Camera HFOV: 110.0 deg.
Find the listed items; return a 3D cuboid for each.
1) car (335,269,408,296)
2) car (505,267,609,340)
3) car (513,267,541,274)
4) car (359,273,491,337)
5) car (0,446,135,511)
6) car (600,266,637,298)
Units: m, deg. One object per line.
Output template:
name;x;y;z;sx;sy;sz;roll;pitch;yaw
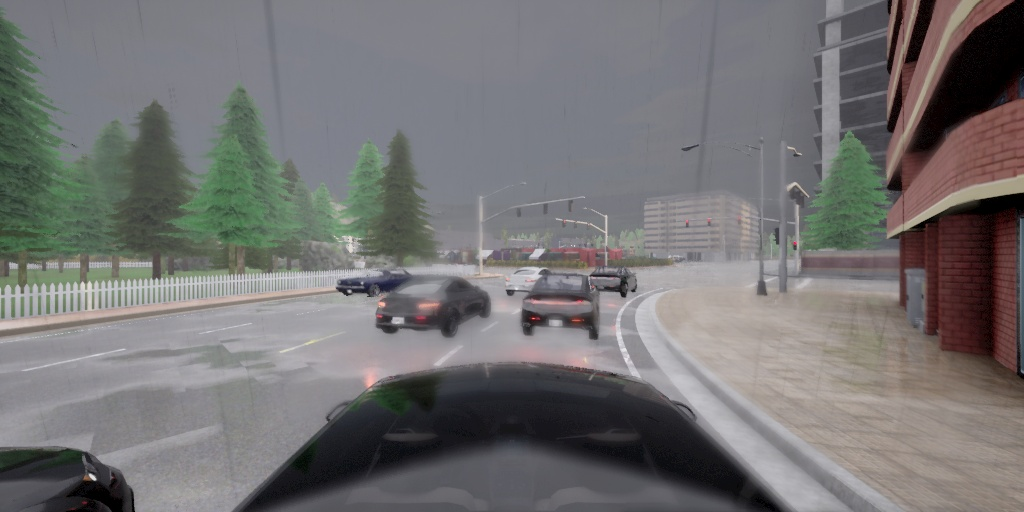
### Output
car;-6.773;1.351;18.853;1.895;1.301;4.718;0;0;23
car;1.540;1.242;10.128;2.128;1.511;4.902;0;0;14
car;1.227;1.276;18.757;1.812;1.442;4.674;0;0;26
car;-2.007;1.276;10.252;1.812;1.442;4.674;0;0;13
car;-3.170;1.314;0.344;1.994;1.385;4.181;0;0;-2
car;5.304;1.241;18.753;2.128;1.511;4.902;0;0;28
